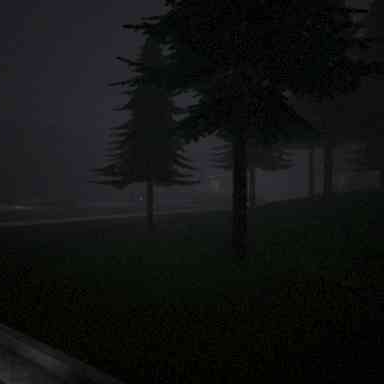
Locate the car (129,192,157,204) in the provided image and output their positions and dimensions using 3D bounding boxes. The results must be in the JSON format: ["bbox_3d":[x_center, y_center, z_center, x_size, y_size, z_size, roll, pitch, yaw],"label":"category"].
[{"bbox_3d":[-8.237,1.204,58.836,2.097,1.767,4.553,0,0,35],"label":"car"}]

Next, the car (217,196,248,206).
[{"bbox_3d":[6.543,1.399,53.604,2.128,1.511,4.902,0,0,36],"label":"car"}]

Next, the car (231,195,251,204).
[{"bbox_3d":[9.488,1.372,63.990,1.882,1.535,5.008,0,0,35],"label":"car"}]

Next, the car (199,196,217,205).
[{"bbox_3d":[3.698,1.372,55.641,1.882,1.535,5.008,0,0,35],"label":"car"}]

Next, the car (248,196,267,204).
[{"bbox_3d":[12.346,1.471,61.969,1.994,1.385,4.181,0,0,35],"label":"car"}]

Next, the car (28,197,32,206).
[{"bbox_3d":[-20.277,1.317,47.803,1.882,1.535,5.008,0,0,35],"label":"car"}]

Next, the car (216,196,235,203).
[{"bbox_3d":[6.607,1.446,65.978,1.994,1.385,4.181,0,0,35],"label":"car"}]

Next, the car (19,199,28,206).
[{"bbox_3d":[-23.320,1.352,49.546,1.812,1.442,4.674,0,0,35],"label":"car"}]

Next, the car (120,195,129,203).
[{"bbox_3d":[-10.208,1.060,62.066,2.150,2.045,5.566,0,0,35],"label":"car"}]

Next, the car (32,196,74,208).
[{"bbox_3d":[-18.307,1.453,44.533,1.895,1.301,4.718,0,0,35],"label":"car"}]

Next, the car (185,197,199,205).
[{"bbox_3d":[0.860,1.483,57.691,1.895,1.301,4.718,0,0,36],"label":"car"}]

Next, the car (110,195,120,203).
[{"bbox_3d":[-13.403,1.305,63.591,1.882,1.535,5.008,0,0,35],"label":"car"}]
